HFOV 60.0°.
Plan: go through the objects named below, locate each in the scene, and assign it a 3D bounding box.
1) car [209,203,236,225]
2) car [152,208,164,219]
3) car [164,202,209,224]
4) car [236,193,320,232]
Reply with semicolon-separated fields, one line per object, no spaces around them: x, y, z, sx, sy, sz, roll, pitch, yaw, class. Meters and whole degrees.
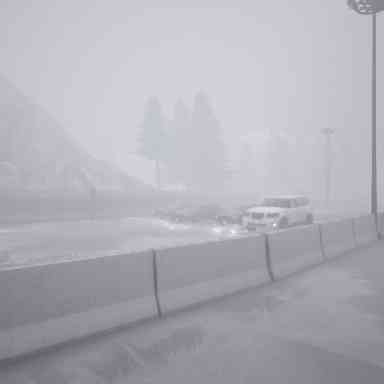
3.805;1.549;23.124;2.033;1.411;5.357;0;0;42;car
-0.850;1.549;28.424;2.033;1.411;5.357;0;0;42;car
0.755;1.549;24.961;2.033;1.411;5.357;0;0;42;car
5.197;1.222;19.425;2.150;2.045;5.566;0;0;42;car
